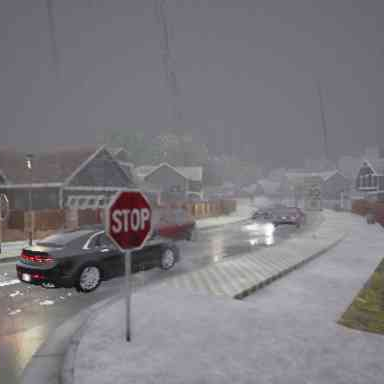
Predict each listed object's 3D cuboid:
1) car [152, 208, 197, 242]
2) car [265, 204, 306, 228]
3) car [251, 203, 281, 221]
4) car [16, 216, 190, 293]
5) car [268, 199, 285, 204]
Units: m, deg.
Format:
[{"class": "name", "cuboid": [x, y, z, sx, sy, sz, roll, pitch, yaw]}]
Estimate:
[{"class": "car", "cuboid": [-1.691, 1.577, 15.540, 2.097, 1.767, 4.553, -1, -1, 33]}, {"class": "car", "cuboid": [7.262, 1.838, 24.671, 2.033, 1.411, 5.357, -1, -1, 26]}, {"class": "car", "cuboid": [6.824, 1.979, 30.832, 1.895, 1.301, 4.718, -1, -1, 23]}, {"class": "car", "cuboid": [-2.310, 1.684, 9.444, 1.837, 1.490, 4.892, -1, -1, 35]}, {"class": "car", "cuboid": [11.764, 1.623, 46.395, 2.097, 1.767, 4.553, -1, -1, 11]}]
